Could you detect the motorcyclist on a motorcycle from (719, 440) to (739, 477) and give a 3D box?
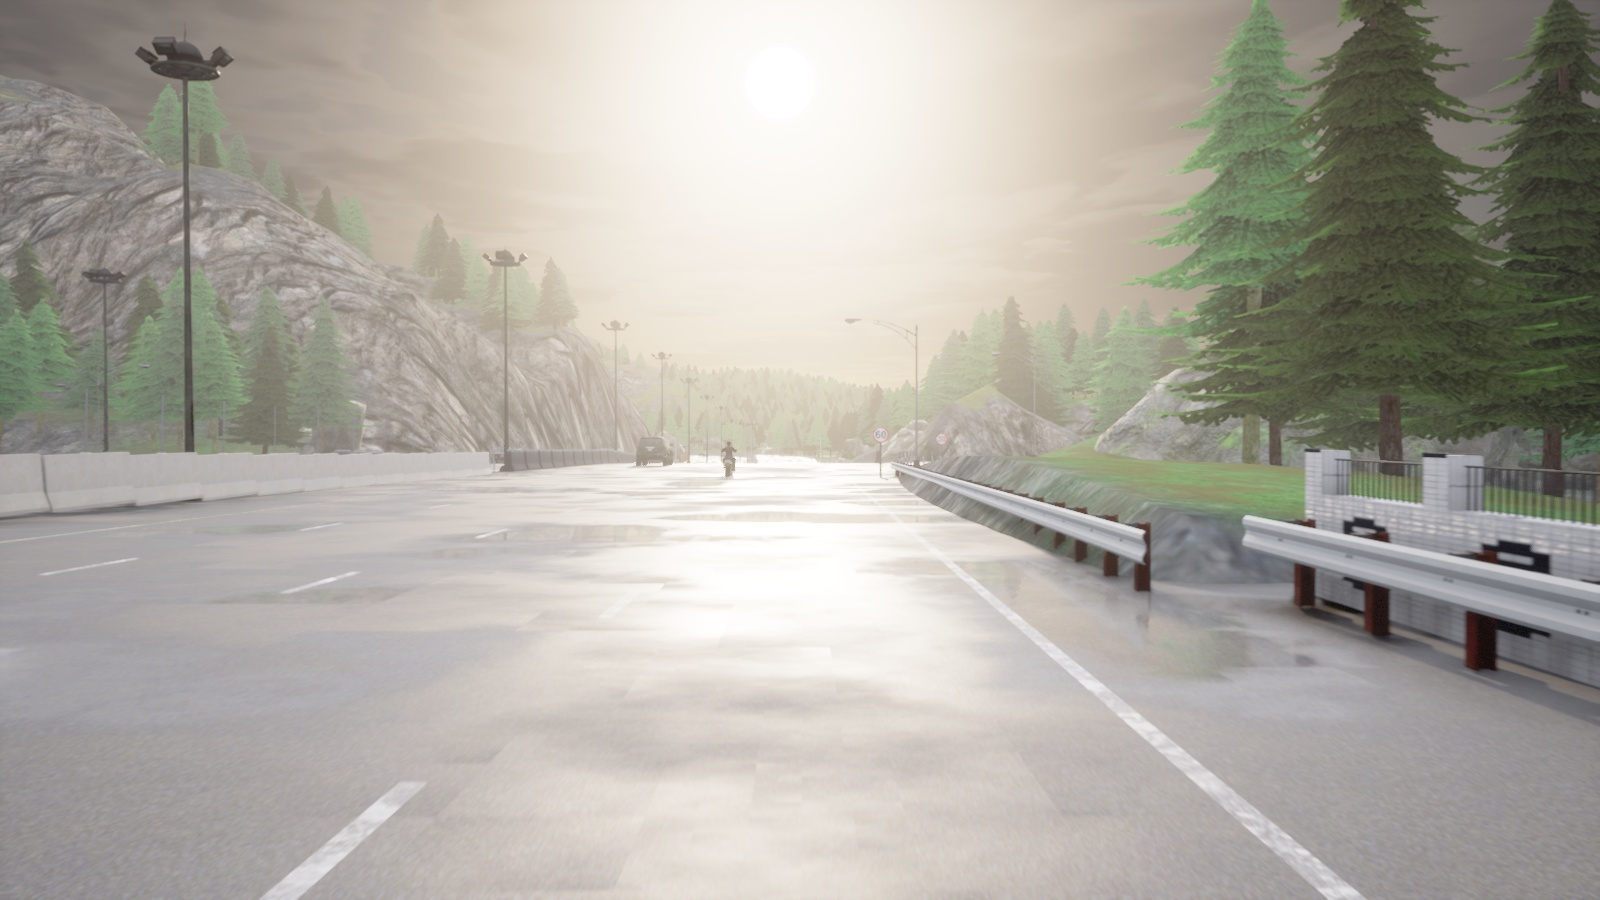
[{"bbox_3d":[-3.220,0.391,57.328,0.766,1.649,2.350,0,0,0],"label":"motorcyclist on a motorcycle"}]

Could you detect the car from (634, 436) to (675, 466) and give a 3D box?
[{"bbox_3d":[-10.130,0.043,87.838,2.150,2.045,5.566,0,0,0],"label":"car"}]
